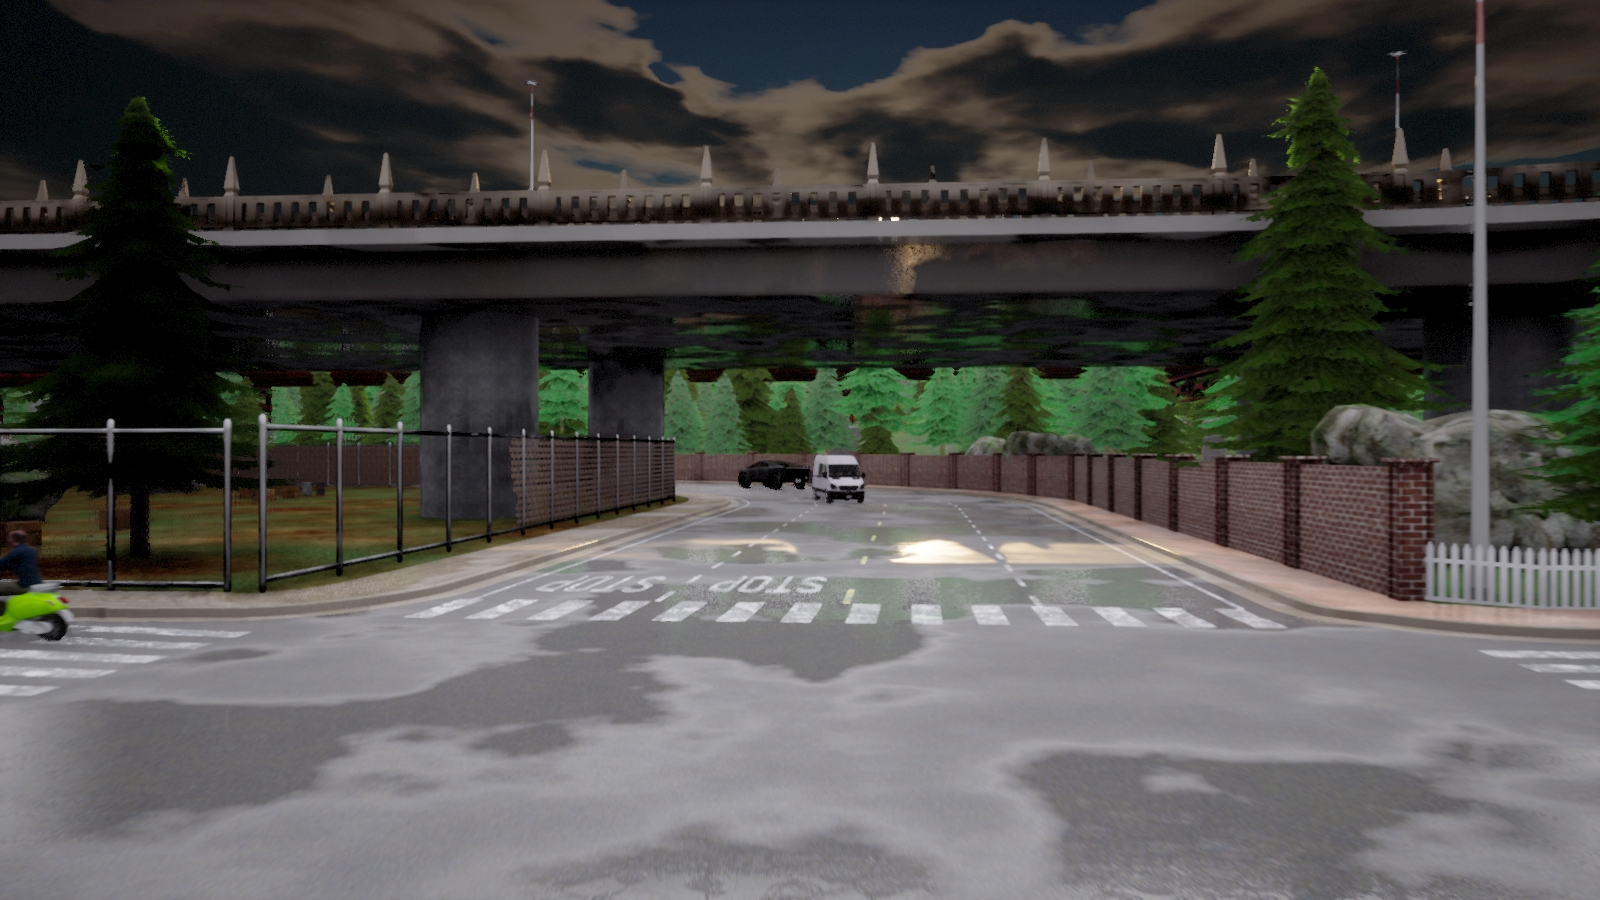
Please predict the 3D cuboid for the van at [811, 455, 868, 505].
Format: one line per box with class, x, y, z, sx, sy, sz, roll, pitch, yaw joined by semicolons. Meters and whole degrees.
van;2.080;1.545;61.926;1.988;2.561;5.915;0;0;-9
